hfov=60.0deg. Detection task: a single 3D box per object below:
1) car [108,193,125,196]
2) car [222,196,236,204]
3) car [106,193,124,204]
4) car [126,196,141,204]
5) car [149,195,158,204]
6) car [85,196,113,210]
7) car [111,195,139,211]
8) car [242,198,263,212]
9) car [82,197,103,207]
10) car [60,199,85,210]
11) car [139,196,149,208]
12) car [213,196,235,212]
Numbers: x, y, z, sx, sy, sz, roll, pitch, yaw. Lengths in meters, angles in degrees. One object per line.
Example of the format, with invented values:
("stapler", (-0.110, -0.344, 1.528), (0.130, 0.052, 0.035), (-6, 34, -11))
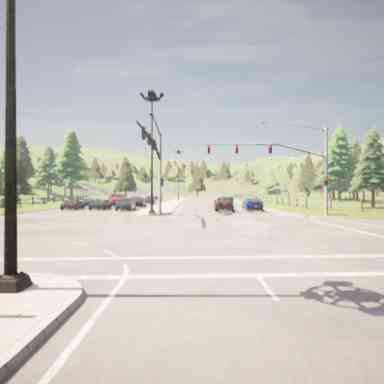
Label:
("car", (-11.520, 1.215, 51.251), (2.150, 2.045, 5.566), (0, 0, 0))
("car", (7.170, 1.484, 64.970), (2.128, 1.511, 4.902), (0, 0, 0))
("car", (-14.957, 1.212, 64.990), (2.150, 2.045, 5.566), (0, 0, 1))
("car", (-11.461, 1.484, 65.267), (2.128, 1.511, 4.902), (0, 0, 1))
("car", (-7.972, 1.498, 62.682), (1.837, 1.490, 4.892), (0, 0, 0))
("car", (-11.523, 1.559, 41.895), (1.994, 1.385, 4.181), (0, 0, 1))
("car", (-8.040, 1.500, 40.400), (1.837, 1.490, 4.892), (0, 0, 0))
("car", (7.141, 1.473, 39.431), (1.882, 1.535, 5.008), (0, 0, 0))
("car", (-15.022, 1.558, 50.424), (1.994, 1.385, 4.181), (0, 0, 1))
("car", (-15.032, 1.559, 42.018), (1.994, 1.385, 4.181), (0, 0, 0))
("car", (-8.029, 1.472, 49.611), (1.882, 1.535, 5.008), (0, 0, 0))
("car", (3.640, 1.347, 39.033), (2.097, 1.767, 4.553), (0, 0, 0))
